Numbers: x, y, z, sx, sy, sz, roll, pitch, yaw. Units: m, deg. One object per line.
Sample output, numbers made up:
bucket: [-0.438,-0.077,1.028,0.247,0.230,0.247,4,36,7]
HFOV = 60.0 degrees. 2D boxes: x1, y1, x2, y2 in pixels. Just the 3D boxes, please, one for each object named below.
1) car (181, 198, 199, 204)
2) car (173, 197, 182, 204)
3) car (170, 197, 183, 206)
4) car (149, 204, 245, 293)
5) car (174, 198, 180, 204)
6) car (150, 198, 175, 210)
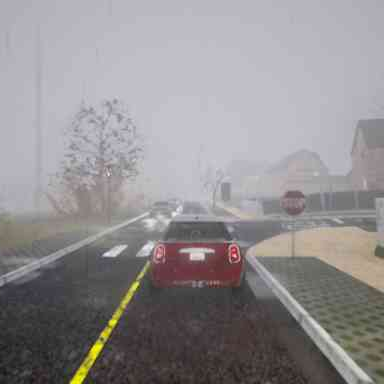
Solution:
car: [0.050,1.672,37.773,1.895,1.301,4.718,0,0,1]
car: [-2.806,1.628,50.405,1.812,1.442,4.674,0,0,1]
car: [-2.755,1.620,60.812,2.128,1.511,4.902,0,0,1]
car: [0.106,1.366,9.057,2.097,1.767,4.553,0,0,0]
car: [-2.814,1.679,40.625,1.895,1.301,4.718,0,0,0]
car: [-2.822,1.582,30.992,1.812,1.442,4.674,0,0,0]
